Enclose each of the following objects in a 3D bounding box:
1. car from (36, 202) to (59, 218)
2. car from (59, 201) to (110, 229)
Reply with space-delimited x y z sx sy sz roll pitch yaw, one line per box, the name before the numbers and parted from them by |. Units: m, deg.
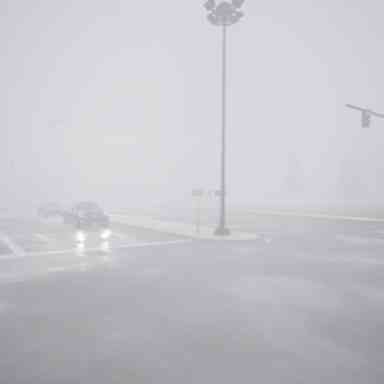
car | -13.178 1.617 31.099 2.033 1.411 5.357 1 0 -35
car | -7.251 1.421 22.635 2.097 1.767 4.553 1 0 -34
